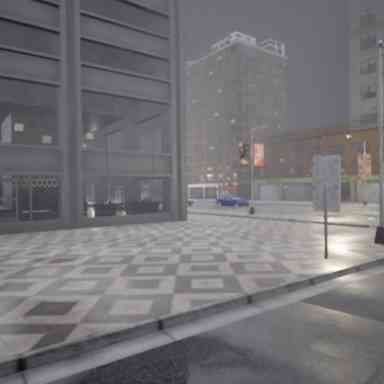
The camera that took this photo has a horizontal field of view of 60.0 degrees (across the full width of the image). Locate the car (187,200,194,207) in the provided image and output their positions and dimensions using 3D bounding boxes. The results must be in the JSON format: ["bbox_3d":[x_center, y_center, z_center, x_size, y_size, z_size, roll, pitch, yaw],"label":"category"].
[{"bbox_3d":[-1.788,1.326,43.777,1.895,1.301,4.718,-1,1,-36],"label":"car"}]

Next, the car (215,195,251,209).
[{"bbox_3d":[4.904,1.127,40.029,1.882,1.535,5.008,-1,1,-36],"label":"car"}]
